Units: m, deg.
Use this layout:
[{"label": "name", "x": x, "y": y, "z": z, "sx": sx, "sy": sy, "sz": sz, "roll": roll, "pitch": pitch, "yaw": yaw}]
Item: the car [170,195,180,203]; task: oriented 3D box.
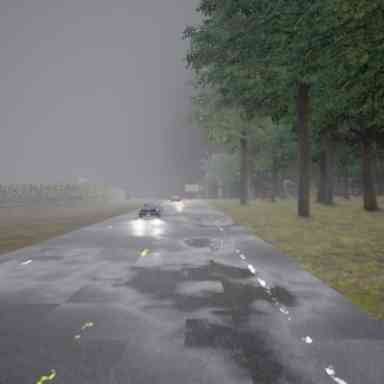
[{"label": "car", "x": -3.492, "y": 1.454, "z": 70.310, "sx": 1.882, "sy": 1.535, "sz": 5.008, "roll": 0, "pitch": 0, "yaw": 0}]

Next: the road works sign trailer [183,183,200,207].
[{"label": "road works sign trailer", "x": 0.007, "y": 0.422, "z": 51.002, "sx": 2.380, "sy": 3.560, "sz": 2.880, "roll": 0, "pitch": 0, "yaw": 1}]

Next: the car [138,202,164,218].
[{"label": "car", "x": -3.594, "y": 1.561, "z": 29.639, "sx": 1.895, "sy": 1.301, "sz": 4.718, "roll": 0, "pitch": 0, "yaw": 0}]
